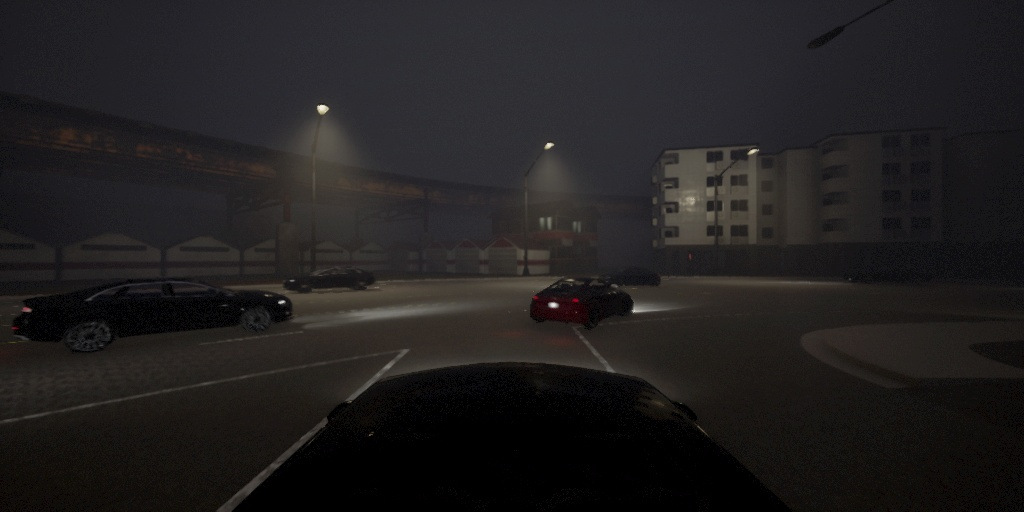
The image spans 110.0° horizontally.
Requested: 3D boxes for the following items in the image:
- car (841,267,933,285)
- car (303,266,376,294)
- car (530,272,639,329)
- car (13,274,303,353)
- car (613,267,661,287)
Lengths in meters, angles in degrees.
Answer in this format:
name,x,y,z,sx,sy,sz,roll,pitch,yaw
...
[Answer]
name,x,y,z,sx,sy,sz,roll,pitch,yaw
car,28.502,1.494,27.438,4.718,1.301,1.895,0,0,15
car,-10.634,1.356,21.179,4.902,1.511,2.128,0,-1,-35
car,2.383,1.371,11.751,1.994,1.385,4.181,-1,-1,37
car,-8.408,1.285,9.060,4.902,1.511,2.128,0,-1,-45
car,8.097,1.447,24.952,4.181,1.385,1.994,0,-1,-9
